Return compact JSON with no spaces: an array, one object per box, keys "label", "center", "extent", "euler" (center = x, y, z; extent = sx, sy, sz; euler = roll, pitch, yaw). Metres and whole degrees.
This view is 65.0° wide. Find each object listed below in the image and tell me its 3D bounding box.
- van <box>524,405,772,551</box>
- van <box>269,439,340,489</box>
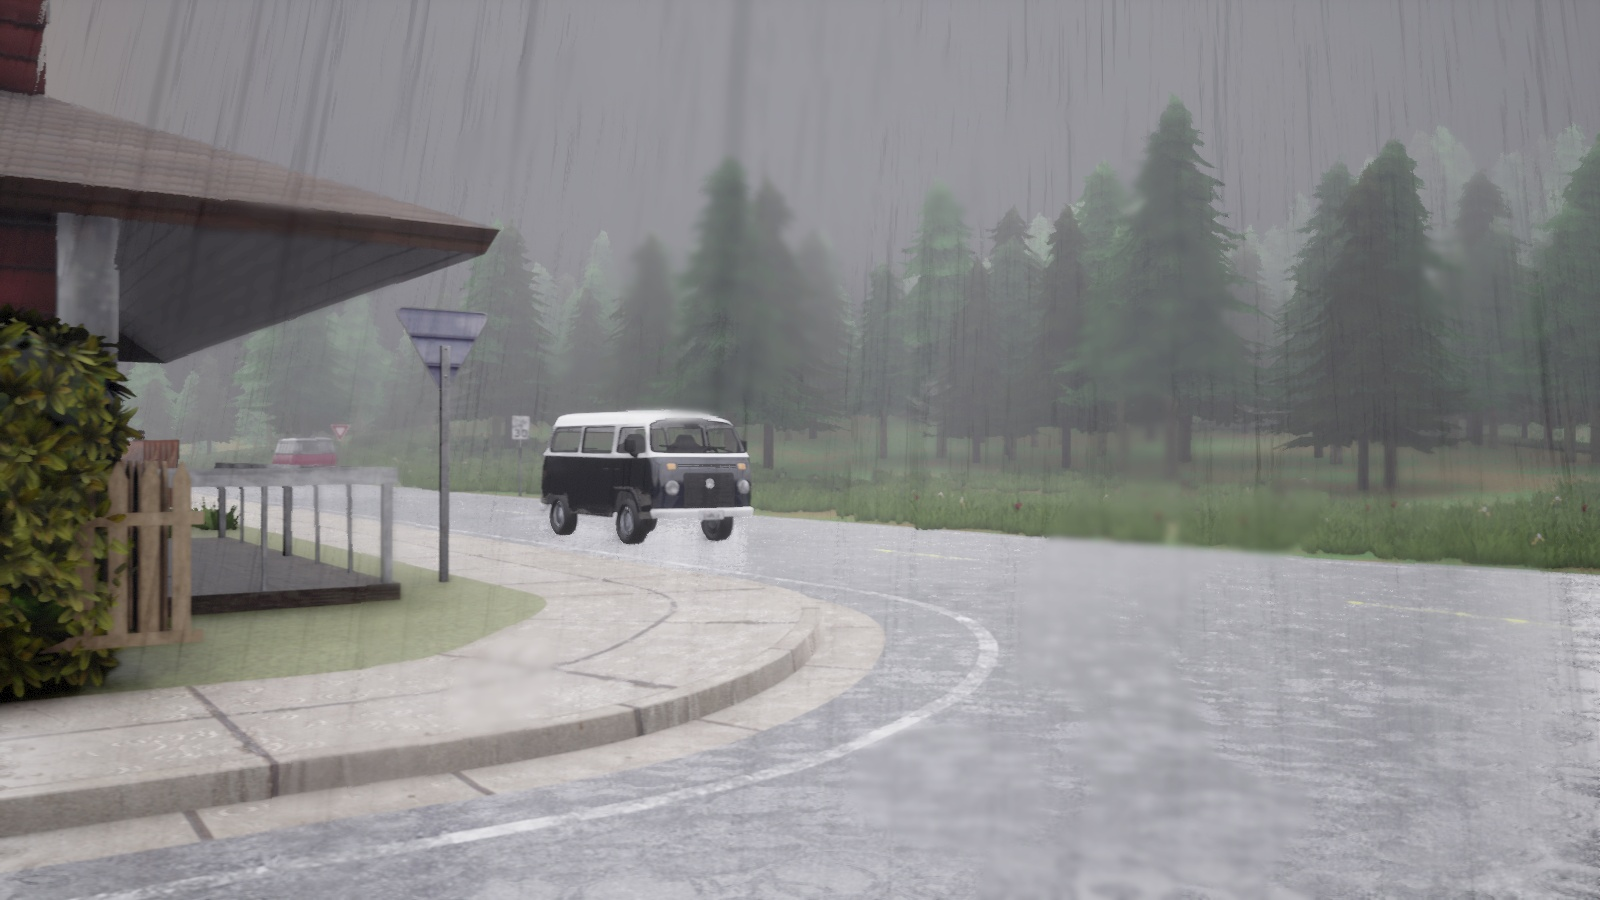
[{"label":"van","center":[-2.538,0.402,20.003],"extent":[2.069,2.038,4.480],"euler":[0,0,-35]},{"label":"van","center":[-20.679,0.557,52.294],"extent":[1.775,1.987,4.442],"euler":[0,0,-35]}]
